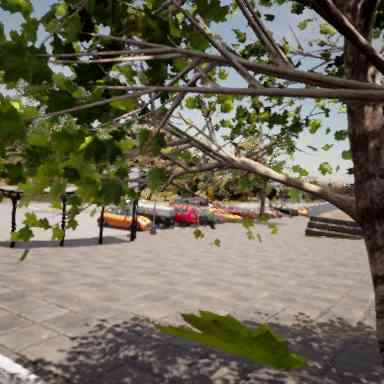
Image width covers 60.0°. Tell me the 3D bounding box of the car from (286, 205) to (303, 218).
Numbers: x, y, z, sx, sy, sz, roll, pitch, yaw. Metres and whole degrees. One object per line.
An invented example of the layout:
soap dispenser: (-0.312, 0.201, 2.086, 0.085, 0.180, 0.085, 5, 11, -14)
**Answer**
car: (15.591, 3.148, 57.269, 5.566, 2.045, 2.435, 7, 2, 16)

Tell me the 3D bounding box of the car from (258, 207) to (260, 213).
car: (6.827, 2.971, 45.085, 4.792, 1.488, 2.163, 7, 2, 16)

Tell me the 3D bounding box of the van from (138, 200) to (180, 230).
van: (-3.846, 2.182, 30.497, 4.442, 1.987, 1.878, 7, 3, 16)

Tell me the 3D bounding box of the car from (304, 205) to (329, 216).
car: (27.746, 4.127, 74.356, 5.008, 1.535, 2.097, 7, 2, 16)

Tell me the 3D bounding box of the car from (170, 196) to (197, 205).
car: (-1.483, 1.637, 62.341, 2.033, 1.411, 5.357, 7, 2, 36)

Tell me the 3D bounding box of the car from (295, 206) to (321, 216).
car: (24.229, 3.936, 69.477, 4.792, 1.488, 2.163, 7, 2, 16)

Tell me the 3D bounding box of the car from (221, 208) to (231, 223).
car: (1.539, 2.720, 37.781, 4.674, 1.452, 2.002, 7, 2, 16)

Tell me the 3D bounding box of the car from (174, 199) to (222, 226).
car: (-0.159, 2.348, 35.323, 5.566, 2.045, 2.435, 7, 2, 16)

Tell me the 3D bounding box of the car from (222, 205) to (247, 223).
car: (3.480, 2.785, 40.163, 5.366, 1.575, 1.946, 7, 2, 16)

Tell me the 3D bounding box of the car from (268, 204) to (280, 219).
car: (10.338, 2.994, 49.946, 4.553, 1.767, 2.185, 7, 3, 16)

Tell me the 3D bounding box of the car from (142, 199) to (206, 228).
car: (-1.984, 2.255, 32.897, 5.566, 2.045, 2.435, 7, 3, 16)

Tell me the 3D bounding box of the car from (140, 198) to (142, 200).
car: (-8.403, 1.435, 47.646, 1.812, 1.442, 4.674, 7, 2, 36)

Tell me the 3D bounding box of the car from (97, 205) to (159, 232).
car: (-5.567, 2.202, 28.065, 4.553, 1.767, 2.185, 7, 2, 16)

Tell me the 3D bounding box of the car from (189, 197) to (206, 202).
car: (1.115, 1.739, 60.837, 2.097, 1.767, 4.553, 7, 2, 36)

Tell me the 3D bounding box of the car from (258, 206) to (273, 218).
car: (8.553, 3.028, 47.519, 4.892, 1.521, 2.231, 7, 3, 16)

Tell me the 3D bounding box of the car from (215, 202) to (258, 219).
car: (5.107, 2.606, 42.634, 5.566, 2.045, 2.435, 7, 2, 16)

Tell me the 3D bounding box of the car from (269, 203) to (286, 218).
car: (12.026, 3.077, 52.409, 4.553, 1.767, 2.185, 7, 2, 16)

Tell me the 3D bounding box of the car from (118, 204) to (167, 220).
car: (-5.384, 2.111, 36.828, 2.033, 1.411, 5.357, 7, 2, 36)

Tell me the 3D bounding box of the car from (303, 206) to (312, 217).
car: (19.204, 3.613, 62.110, 5.366, 1.575, 1.946, 7, 2, 16)

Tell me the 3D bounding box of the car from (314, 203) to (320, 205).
car: (22.514, 3.550, 67.025, 5.566, 2.045, 2.435, 7, 2, 16)
